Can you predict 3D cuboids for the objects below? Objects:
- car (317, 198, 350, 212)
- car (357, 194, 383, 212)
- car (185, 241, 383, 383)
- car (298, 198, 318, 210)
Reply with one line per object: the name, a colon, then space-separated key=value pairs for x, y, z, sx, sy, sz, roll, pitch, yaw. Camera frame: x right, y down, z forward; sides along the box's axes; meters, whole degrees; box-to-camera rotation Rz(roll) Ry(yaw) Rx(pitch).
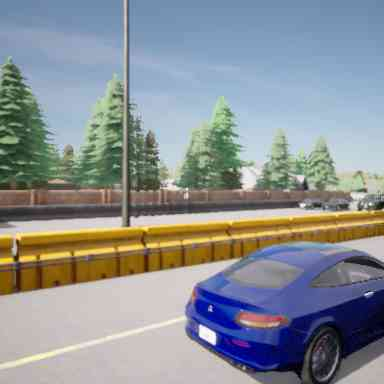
car: x=17.186 y=1.530 z=39.585 sx=4.892 sy=1.490 sz=1.837 roll=1 pitch=0 yaw=-44
car: x=21.096 y=1.249 z=38.459 sx=5.566 sy=2.045 sz=2.150 roll=0 pitch=0 yaw=-44
car: x=2.075 y=1.529 z=5.284 sx=4.674 sy=1.442 sz=1.812 roll=0 pitch=0 yaw=-35
car: x=15.450 y=1.516 z=42.767 sx=4.902 sy=1.511 sz=2.128 roll=0 pitch=0 yaw=-44
